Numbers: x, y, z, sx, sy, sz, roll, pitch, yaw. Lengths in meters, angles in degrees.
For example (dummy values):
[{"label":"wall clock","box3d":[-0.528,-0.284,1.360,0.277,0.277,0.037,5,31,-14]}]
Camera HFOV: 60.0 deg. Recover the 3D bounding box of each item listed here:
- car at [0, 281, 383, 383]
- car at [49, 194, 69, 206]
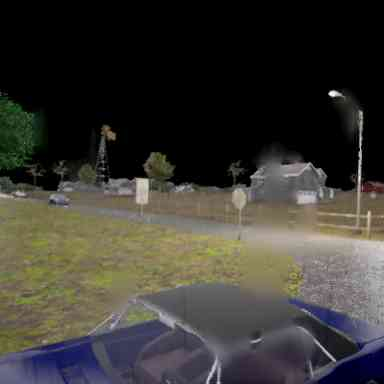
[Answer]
[{"label":"car","box3d":[-0.103,1.634,2.854,4.718,1.301,1.895,1,-1,-35]},{"label":"car","box3d":[-20.016,1.084,50.082,2.097,1.767,4.553,3,-1,-35]}]
